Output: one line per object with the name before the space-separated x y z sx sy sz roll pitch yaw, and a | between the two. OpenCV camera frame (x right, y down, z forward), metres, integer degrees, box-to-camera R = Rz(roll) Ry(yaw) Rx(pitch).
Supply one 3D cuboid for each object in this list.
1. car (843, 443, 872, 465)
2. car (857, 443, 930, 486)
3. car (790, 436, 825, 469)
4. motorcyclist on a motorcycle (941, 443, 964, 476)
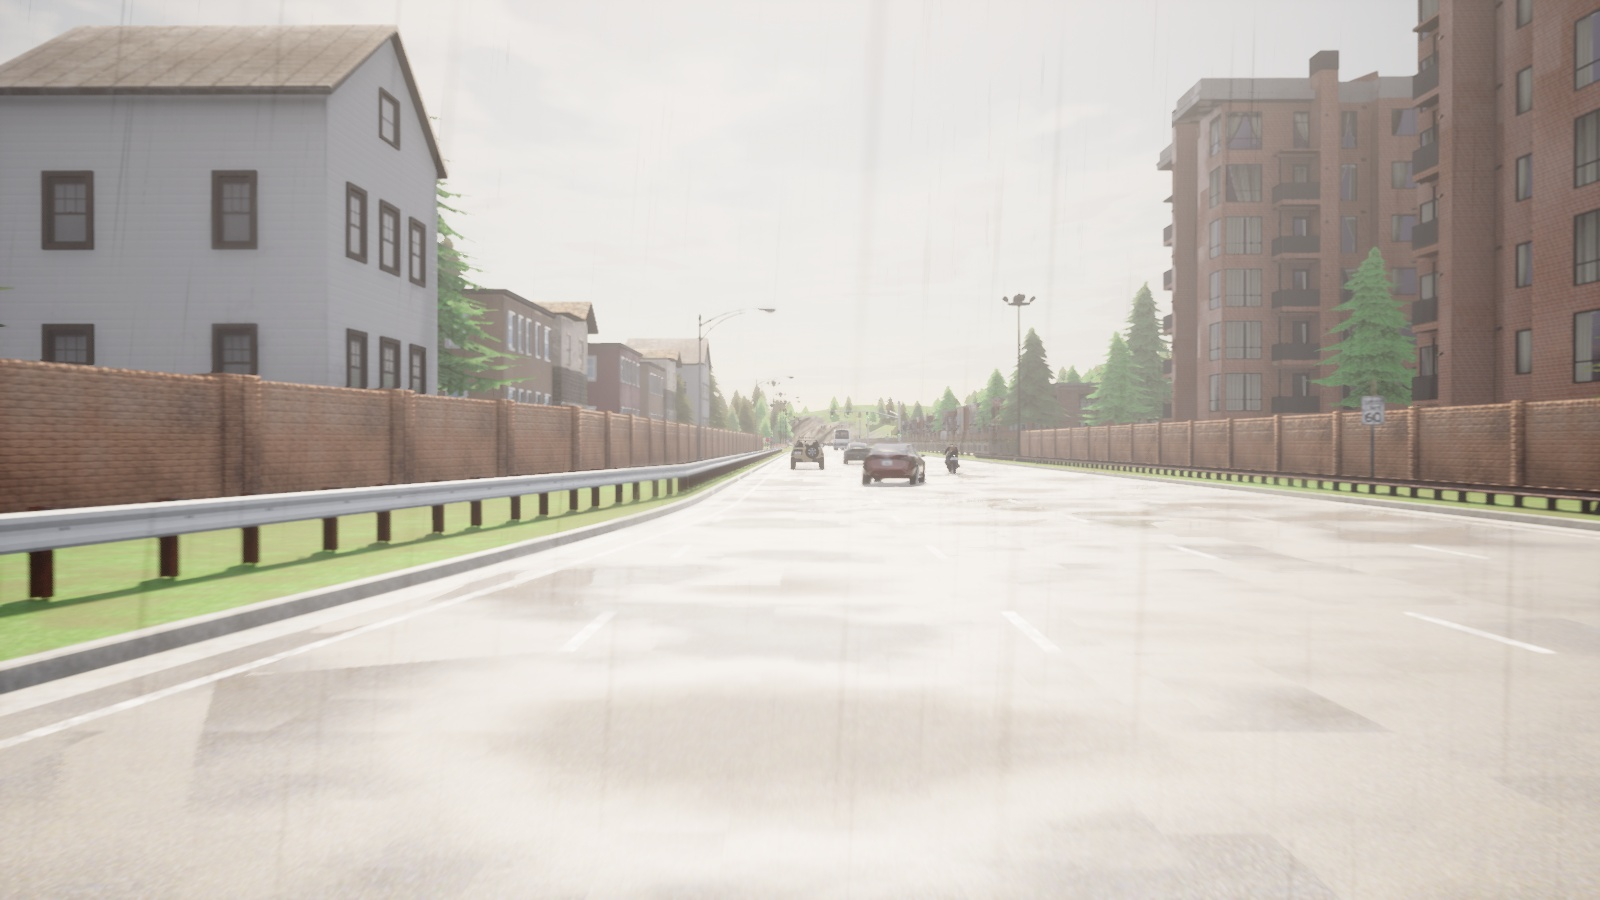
car | 4.020 0.255 88.877 1.837 1.490 4.892 0 0 0
car | 3.500 0.490 46.090 2.163 1.488 4.792 0 0 10
car | 0.429 0.154 72.848 1.932 1.855 4.605 0 0 0
motorcyclist on a motorcycle | 7.361 0.445 60.842 0.866 1.530 2.191 0 0 0
